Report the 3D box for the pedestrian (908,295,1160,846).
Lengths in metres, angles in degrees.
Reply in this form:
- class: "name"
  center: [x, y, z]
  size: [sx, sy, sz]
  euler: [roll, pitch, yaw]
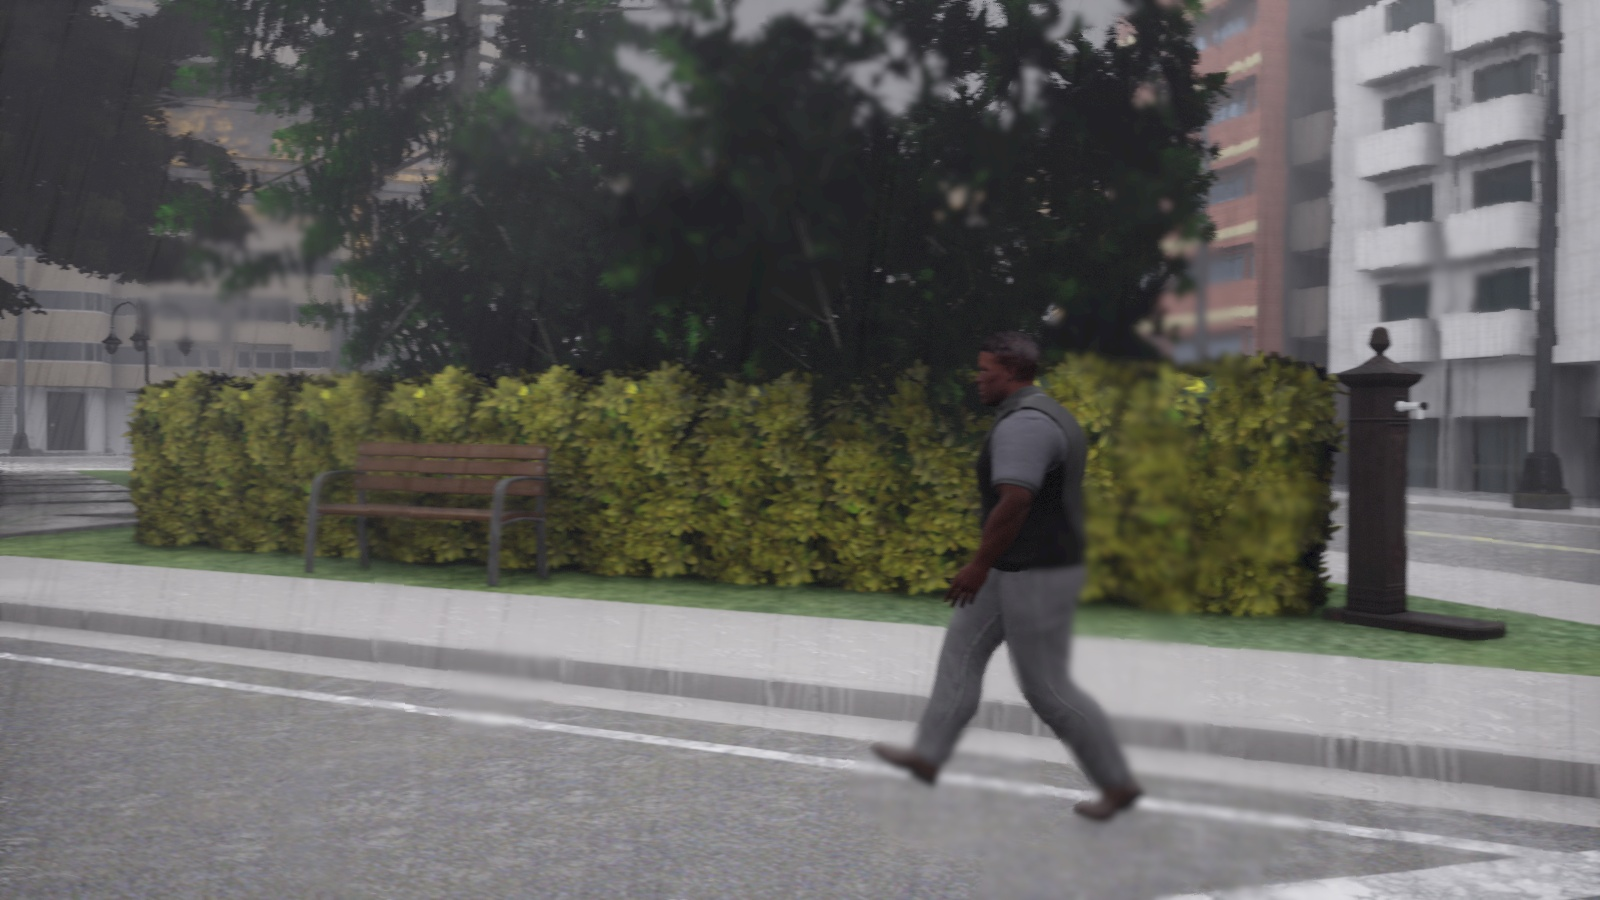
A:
- class: "pedestrian"
  center: [0.878, 0.412, 4.663]
  size: [0.849, 1.883, 0.563]
  euler: [0, 1, 14]
